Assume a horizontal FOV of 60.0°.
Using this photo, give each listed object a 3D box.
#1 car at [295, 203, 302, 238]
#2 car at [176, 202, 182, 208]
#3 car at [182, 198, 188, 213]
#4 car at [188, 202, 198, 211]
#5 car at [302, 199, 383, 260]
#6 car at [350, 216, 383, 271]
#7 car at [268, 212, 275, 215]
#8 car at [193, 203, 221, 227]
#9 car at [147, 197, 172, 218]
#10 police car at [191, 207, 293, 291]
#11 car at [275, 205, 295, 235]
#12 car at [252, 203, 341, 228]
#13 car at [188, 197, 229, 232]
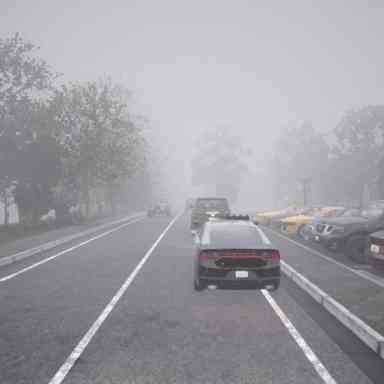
[{"bbox_3d":[7.147,1.382,14.244,4.553,1.767,2.185,0,0,0],"label":"car"},{"bbox_3d":[-2.974,3.464,87.541,2.097,1.767,4.553,0,-2,1],"label":"car"},{"bbox_3d":[0.132,1.805,44.927,2.150,2.045,5.566,0,-2,0],"label":"car"},{"bbox_3d":[0.151,2.615,59.681,1.837,1.490,4.892,0,-2,0],"label":"car"},{"bbox_3d":[7.079,1.250,11.473,5.566,2.045,2.435,0,0,0],"label":"car"},{"bbox_3d":[7.128,1.527,8.696,4.792,1.488,2.163,0,0,0],"label":"car"},{"bbox_3d":[7.139,1.539,19.793,4.892,1.521,2.231,0,0,0],"label":"car"},{"bbox_3d":[1.038,1.621,25.128,1.882,1.535,5.008,0,-1,0],"label":"car"},{"bbox_3d":[-3.264,1.529,34.290,2.150,2.045,5.566,0,-1,0],"label":"car"},{"bbox_3d":[0.998,1.439,9.215,1.930,1.638,5.238,0,0,0],"label":"police car"},{"bbox_3d":[7.131,1.519,17.021,5.008,1.535,2.097,0,0,0],"label":"car"},{"bbox_3d":[6.956,1.563,22.562,5.366,1.575,1.946,0,0,0],"label":"car"},{"bbox_3d":[1.023,1.296,19.156,2.150,2.045,5.566,0,-1,0],"label":"car"}]
